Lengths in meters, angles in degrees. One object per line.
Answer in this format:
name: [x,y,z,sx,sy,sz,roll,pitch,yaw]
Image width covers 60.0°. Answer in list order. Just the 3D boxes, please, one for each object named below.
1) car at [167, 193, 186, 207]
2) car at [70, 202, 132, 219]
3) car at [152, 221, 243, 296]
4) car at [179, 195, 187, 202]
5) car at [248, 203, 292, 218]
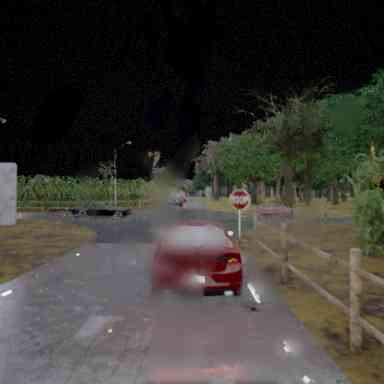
car: [-2.545,1.231,50.471,2.150,2.045,5.566,0,0,1]
car: [-7.471,1.511,27.714,4.718,1.301,1.895,2,0,0]
car: [0.116,1.478,8.667,1.882,1.535,5.008,0,0,0]
car: [-2.186,1.547,81.272,1.812,1.442,4.674,0,0,1]
car: [7.623,1.753,32.512,4.181,1.385,1.994,1,-1,18]
